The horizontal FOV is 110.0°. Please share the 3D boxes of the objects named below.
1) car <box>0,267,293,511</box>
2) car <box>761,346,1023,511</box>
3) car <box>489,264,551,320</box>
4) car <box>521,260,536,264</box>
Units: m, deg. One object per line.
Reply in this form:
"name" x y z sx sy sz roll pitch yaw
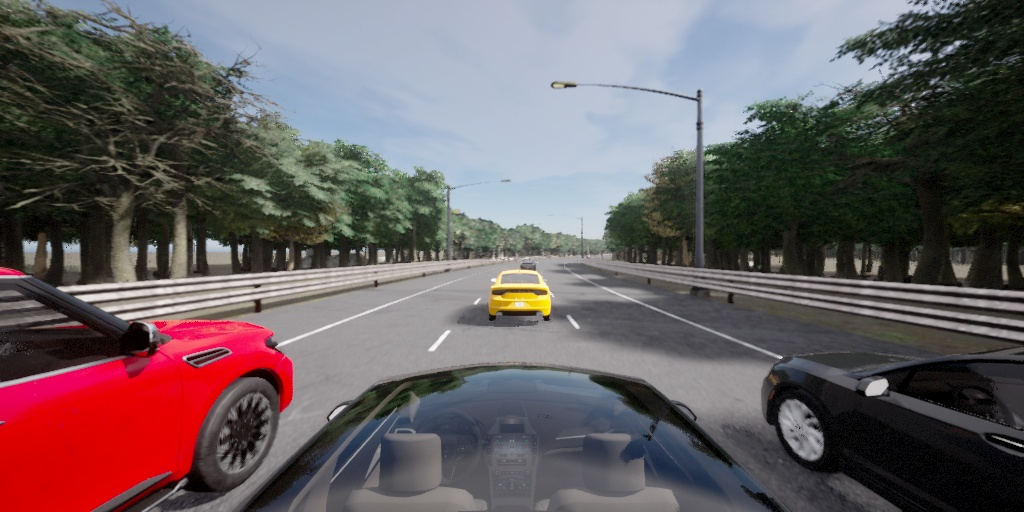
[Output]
"car" -3.382 0.969 1.401 2.150 2.045 5.566 0 0 0
"car" 3.629 1.258 1.927 1.837 1.490 4.892 0 0 0
"car" 0.270 1.225 12.673 1.882 1.535 5.008 0 0 1
"car" 2.028 1.184 44.100 2.128 1.511 4.902 0 0 5
